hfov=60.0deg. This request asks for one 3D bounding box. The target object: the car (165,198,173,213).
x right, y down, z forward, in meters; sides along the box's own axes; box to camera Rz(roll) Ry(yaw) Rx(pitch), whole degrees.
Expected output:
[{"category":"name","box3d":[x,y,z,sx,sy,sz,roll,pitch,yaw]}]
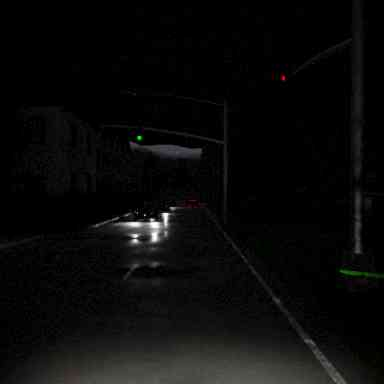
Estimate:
[{"category":"car","box3d":[-3.545,1.518,37.923,1.837,1.490,4.892,0,0,0]}]

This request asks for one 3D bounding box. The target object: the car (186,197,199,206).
[{"category":"car","box3d":[0.061,1.511,53.505,2.128,1.511,4.902,0,0,0]}]

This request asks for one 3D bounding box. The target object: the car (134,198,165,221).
[{"category":"car","box3d":[-3.561,1.515,27.557,1.837,1.490,4.892,0,0,0]}]

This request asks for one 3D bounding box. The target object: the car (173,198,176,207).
[{"category":"car","box3d":[-3.460,1.566,51.616,2.033,1.411,5.357,0,0,0]}]
